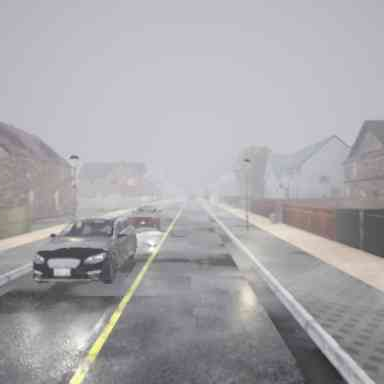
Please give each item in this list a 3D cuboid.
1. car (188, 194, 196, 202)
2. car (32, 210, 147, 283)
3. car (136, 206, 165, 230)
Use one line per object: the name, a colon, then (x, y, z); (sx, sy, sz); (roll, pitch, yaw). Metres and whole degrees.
car: (0.002, 1.440, 82.860); (2.150, 2.045, 5.566); (0, 0, 0)
car: (-2.807, 1.488, 9.695); (2.128, 1.511, 4.902); (0, 0, 1)
car: (-2.820, 1.565, 20.979); (1.994, 1.385, 4.181); (0, 0, 0)
